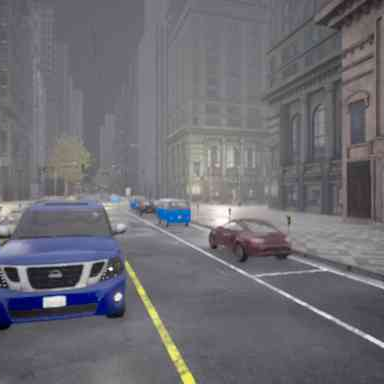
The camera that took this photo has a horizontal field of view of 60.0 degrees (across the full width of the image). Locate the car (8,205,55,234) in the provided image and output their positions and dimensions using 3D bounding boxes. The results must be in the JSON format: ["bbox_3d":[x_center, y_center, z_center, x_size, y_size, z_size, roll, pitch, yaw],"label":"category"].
[{"bbox_3d":[-9.492,1.554,20.057,1.887,1.381,4.507,0,0,-17],"label":"car"}]

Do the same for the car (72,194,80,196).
[{"bbox_3d":[-23.964,1.584,66.844,1.752,1.417,4.829,0,0,-17],"label":"car"}]

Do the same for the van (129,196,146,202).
[{"bbox_3d":[-6.215,1.373,38.404,1.690,1.788,3.998,0,0,-17],"label":"van"}]

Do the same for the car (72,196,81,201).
[{"bbox_3d":[-30.264,1.644,87.221,2.008,1.369,4.403,0,0,-17],"label":"car"}]

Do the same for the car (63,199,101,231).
[{"bbox_3d":[-7.092,1.366,21.684,2.097,1.767,4.553,0,0,-17],"label":"car"}]

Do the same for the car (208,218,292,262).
[{"bbox_3d":[1.947,1.596,12.012,1.802,1.307,4.206,0,0,-17],"label":"car"}]

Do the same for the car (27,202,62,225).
[{"bbox_3d":[-11.126,1.557,25.335,1.887,1.381,4.507,0,0,-17],"label":"car"}]

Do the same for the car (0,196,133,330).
[{"bbox_3d":[-2.778,1.226,7.423,2.150,2.045,5.566,0,0,-17],"label":"car"}]

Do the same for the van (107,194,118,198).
[{"bbox_3d":[-17.460,1.419,74.686,1.690,1.788,3.998,0,0,-17],"label":"van"}]

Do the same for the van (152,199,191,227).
[{"bbox_3d":[-1.317,1.361,22.570,1.690,1.788,3.998,0,0,-17],"label":"van"}]

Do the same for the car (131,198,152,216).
[{"bbox_3d":[-4.583,1.572,33.125,1.887,1.381,4.507,0,0,-17],"label":"car"}]

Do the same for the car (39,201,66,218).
[{"bbox_3d":[-12.761,1.561,30.613,1.887,1.381,4.507,0,0,-17],"label":"car"}]
